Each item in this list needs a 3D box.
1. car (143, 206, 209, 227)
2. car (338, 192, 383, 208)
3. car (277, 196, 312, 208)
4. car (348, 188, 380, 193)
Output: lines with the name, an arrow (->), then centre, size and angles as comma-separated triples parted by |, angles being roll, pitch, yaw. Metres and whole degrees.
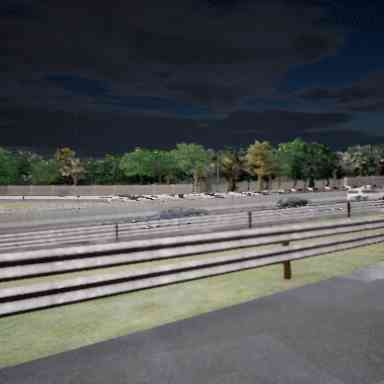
car -> -1.668, 2.256, 28.839 | 5.357, 1.411, 2.033 | -3, 2, -22
car -> 18.777, 1.155, 37.075 | 5.357, 1.411, 2.033 | -3, 2, -22
car -> 13.011, 1.273, 42.302 | 4.674, 1.442, 1.812 | -3, 2, -22
car -> 22.213, 0.523, 42.233 | 5.566, 2.045, 2.150 | -3, 2, -22
